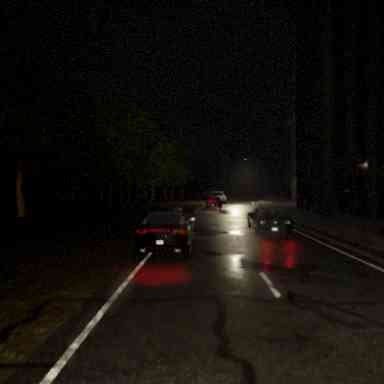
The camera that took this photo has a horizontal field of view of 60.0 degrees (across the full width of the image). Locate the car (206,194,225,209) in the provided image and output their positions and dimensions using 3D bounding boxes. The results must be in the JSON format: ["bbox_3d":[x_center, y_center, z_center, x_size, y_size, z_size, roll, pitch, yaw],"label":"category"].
[{"bbox_3d":[2.799,1.299,41.436,1.837,1.490,4.892,0,-1,8],"label":"car"}]

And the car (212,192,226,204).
[{"bbox_3d":[4.227,0.943,52.967,2.150,2.045,5.566,0,0,10],"label":"car"}]

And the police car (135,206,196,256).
[{"bbox_3d":[-0.923,1.386,13.177,1.930,1.638,5.238,0,0,2],"label":"police car"}]

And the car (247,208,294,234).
[{"bbox_3d":[4.227,1.538,18.654,1.895,1.301,4.718,0,0,3],"label":"car"}]
